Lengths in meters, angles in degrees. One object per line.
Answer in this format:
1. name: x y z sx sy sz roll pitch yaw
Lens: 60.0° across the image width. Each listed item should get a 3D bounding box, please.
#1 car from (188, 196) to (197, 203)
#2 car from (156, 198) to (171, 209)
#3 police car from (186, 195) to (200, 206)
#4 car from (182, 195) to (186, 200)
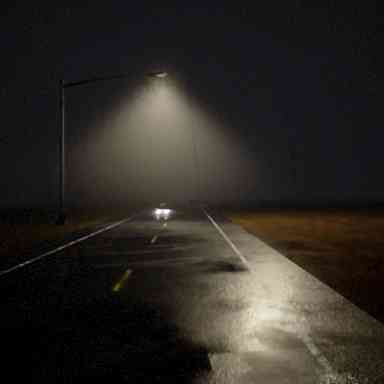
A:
1. car: 0.045 1.668 74.980 1.812 1.442 4.674 0 0 -2
2. car: -3.974 1.563 46.313 2.128 1.511 4.902 0 0 -1
3. police car: 0.424 1.525 59.079 1.930 1.638 5.238 0 0 -1
4. car: -1.586 1.612 94.750 1.895 1.301 4.718 0 0 -2
